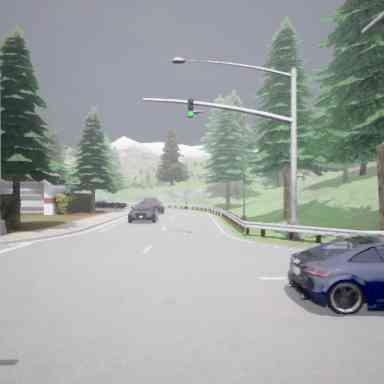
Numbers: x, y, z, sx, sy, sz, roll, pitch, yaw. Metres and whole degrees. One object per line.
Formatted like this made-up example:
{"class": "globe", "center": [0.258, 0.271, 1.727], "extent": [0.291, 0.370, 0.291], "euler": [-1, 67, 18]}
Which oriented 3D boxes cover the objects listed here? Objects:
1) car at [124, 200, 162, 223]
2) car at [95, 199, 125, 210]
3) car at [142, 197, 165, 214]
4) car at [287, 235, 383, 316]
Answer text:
{"class": "car", "center": [-3.647, 1.562, 25.443], "extent": [1.994, 1.385, 4.181], "euler": [0, 0, -1]}
{"class": "car", "center": [-10.823, 1.605, 43.068], "extent": [4.718, 1.301, 1.895], "euler": [0, 0, 15]}
{"class": "car", "center": [-4.352, 1.350, 35.244], "extent": [2.097, 1.767, 4.553], "euler": [0, 0, -18]}
{"class": "car", "center": [4.174, 1.631, 6.937], "extent": [4.181, 1.385, 1.994], "euler": [1, 0, 0]}
